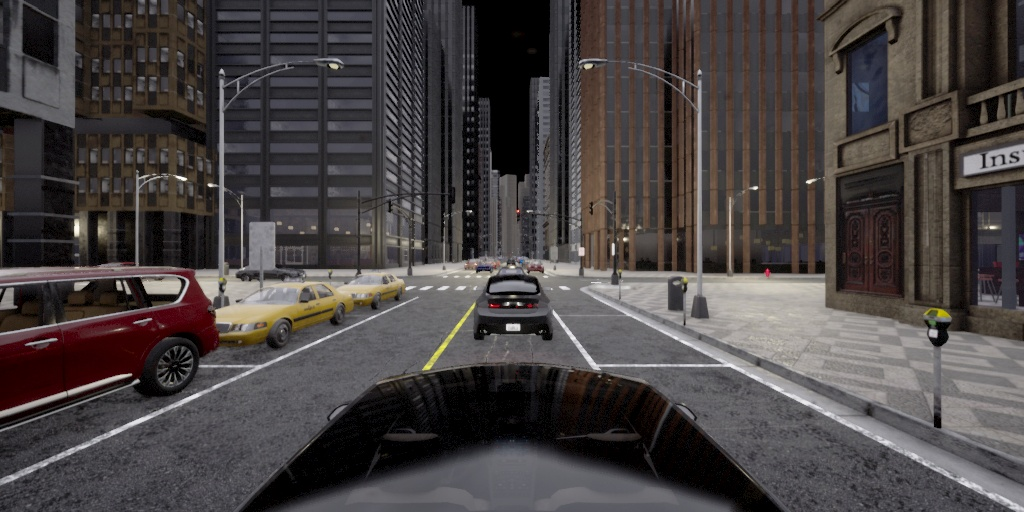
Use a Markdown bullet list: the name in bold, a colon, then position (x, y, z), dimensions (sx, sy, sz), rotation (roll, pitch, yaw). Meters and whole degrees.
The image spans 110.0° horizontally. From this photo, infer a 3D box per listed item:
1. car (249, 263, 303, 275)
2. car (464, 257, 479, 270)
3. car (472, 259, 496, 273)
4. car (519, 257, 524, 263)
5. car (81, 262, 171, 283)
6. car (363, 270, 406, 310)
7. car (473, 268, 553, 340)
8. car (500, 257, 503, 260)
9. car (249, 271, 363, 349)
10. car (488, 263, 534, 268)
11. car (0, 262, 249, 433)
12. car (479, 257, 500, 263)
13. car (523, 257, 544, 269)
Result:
- **car**: position (-17.848, 1.221, 26.651), dimensions (4.674, 1.442, 1.812), rotation (0, 0, -2)
- **car**: position (-5.891, 1.196, 52.994), dimensions (1.967, 1.591, 4.097), rotation (0, 0, 0)
- **car**: position (-3.192, 1.354, 42.330), dimensions (1.895, 1.301, 4.718), rotation (0, 0, 0)
- **car**: position (2.620, 1.309, 58.643), dimensions (2.007, 1.370, 4.403), rotation (0, 0, 0)
- **car**: position (-28.464, 1.188, 26.553), dimensions (4.674, 1.442, 1.812), rotation (0, 0, 0)
- **car**: position (-5.795, 1.275, 14.830), dimensions (1.751, 1.417, 4.829), rotation (0, 0, 0)
- **car**: position (0.036, 1.254, 9.923), dimensions (1.837, 1.490, 4.892), rotation (0, 0, 0)
- **car**: position (-3.213, 1.112, 64.515), dimensions (2.097, 1.767, 4.553), rotation (0, 0, 0)
- **car**: position (-5.780, 1.275, 9.229), dimensions (1.751, 1.417, 4.829), rotation (0, 0, 0)
- **car**: position (-0.046, 1.297, 20.253), dimensions (2.033, 1.411, 5.357), rotation (0, 0, 0)
- **car**: position (-5.767, 1.065, 3.797), dimensions (2.192, 1.841, 5.009), rotation (0, 0, 0)
- **car**: position (-3.213, 1.110, 52.026), dimensions (2.097, 1.767, 4.553), rotation (0, 0, 0)
- **car**: position (2.662, 1.193, 41.816), dimensions (1.967, 1.591, 4.097), rotation (0, 0, 0)
